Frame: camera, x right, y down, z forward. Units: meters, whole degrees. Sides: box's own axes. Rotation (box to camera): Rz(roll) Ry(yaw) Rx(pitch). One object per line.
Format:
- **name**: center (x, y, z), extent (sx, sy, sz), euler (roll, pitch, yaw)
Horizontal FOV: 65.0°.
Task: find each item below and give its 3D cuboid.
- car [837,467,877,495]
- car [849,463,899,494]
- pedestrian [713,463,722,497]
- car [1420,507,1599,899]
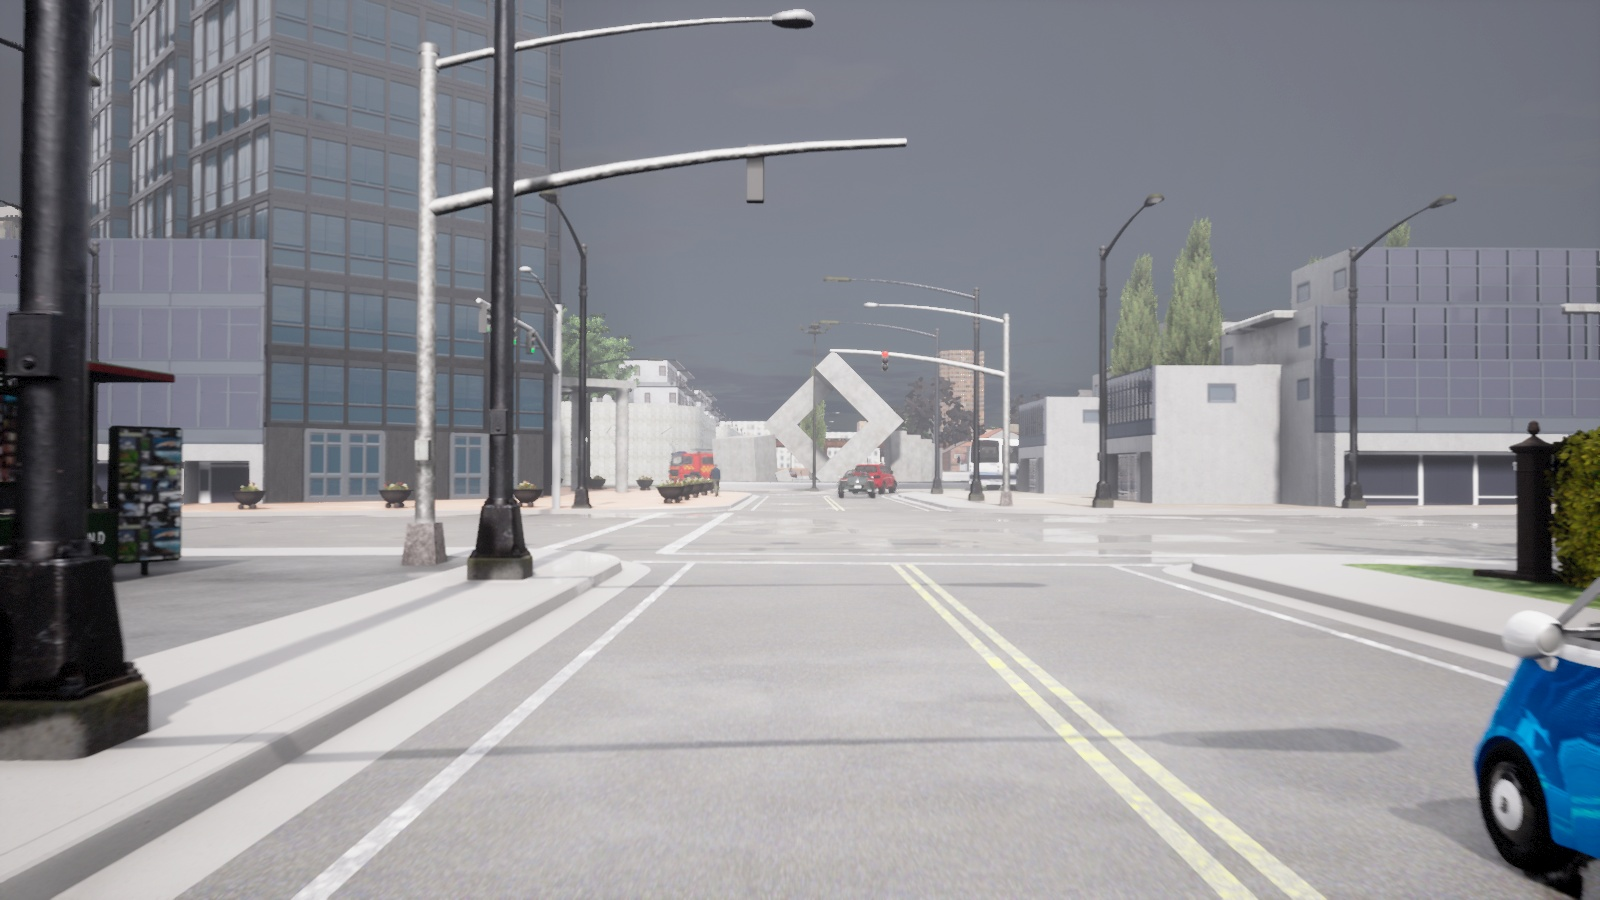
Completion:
- **car**: center (3.359, 1.835, 74.966), extent (2.152, 1.651, 5.027), euler (0, -1, 1)
- **car**: center (5.180, 1.969, 87.007), extent (2.150, 2.045, 5.566), euler (-1, -1, 17)
- **pedestrian**: center (-4.494, 1.638, 68.139), extent (0.402, 1.842, 0.726), euler (0, -1, 2)
- **car**: center (3.489, 0.930, 4.447), extent (1.481, 1.376, 2.207), euler (0, -1, 0)
